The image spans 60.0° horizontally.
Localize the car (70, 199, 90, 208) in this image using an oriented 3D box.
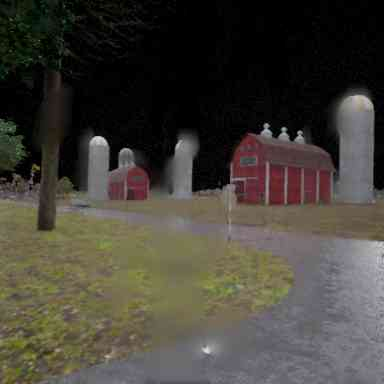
[{"bbox_3d":[-16.735,1.690,49.458,1.994,1.385,4.181,2,-2,-35],"label":"car"}]
